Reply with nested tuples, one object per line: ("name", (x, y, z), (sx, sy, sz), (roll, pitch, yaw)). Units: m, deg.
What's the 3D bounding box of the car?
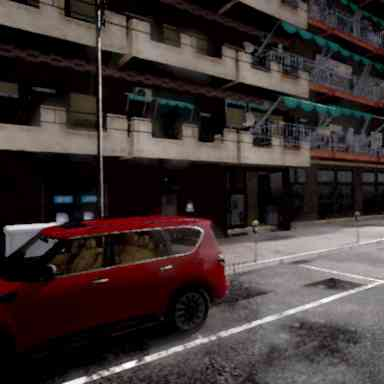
("car", (-1.674, 1.396, 5.309), (5.009, 1.841, 2.192), (-1, 0, -34))
